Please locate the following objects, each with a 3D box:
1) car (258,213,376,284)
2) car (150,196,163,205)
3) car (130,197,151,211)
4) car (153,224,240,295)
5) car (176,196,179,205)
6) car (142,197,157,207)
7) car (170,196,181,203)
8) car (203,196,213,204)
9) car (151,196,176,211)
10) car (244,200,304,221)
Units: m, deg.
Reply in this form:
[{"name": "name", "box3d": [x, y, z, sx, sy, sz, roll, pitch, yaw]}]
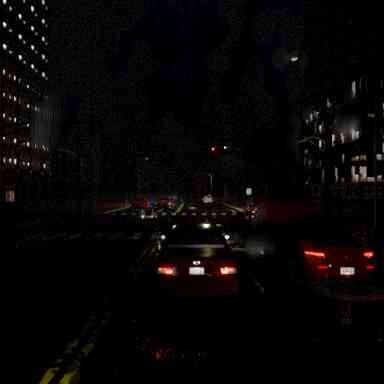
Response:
[{"name": "car", "box3d": [3.338, 1.537, 9.454, 1.812, 1.442, 4.674, 0, 0, 0]}, {"name": "car", "box3d": [-6.660, 1.526, 62.531, 1.837, 1.490, 4.892, 0, 0, 0]}, {"name": "car", "box3d": [-6.648, 1.508, 42.245, 1.882, 1.535, 5.008, 0, 0, 0]}, {"name": "car", "box3d": [0.089, 1.558, 8.871, 2.033, 1.411, 5.357, 0, 0, 0]}, {"name": "car", "box3d": [-3.403, 1.533, 49.515, 1.837, 1.490, 4.892, 0, 0, 0]}, {"name": "car", "box3d": [-6.659, 1.553, 52.166, 1.812, 1.442, 4.674, 0, 0, 0]}, {"name": "car", "box3d": [-3.418, 1.581, 69.168, 1.994, 1.385, 4.181, 0, 0, -1]}, {"name": "car", "box3d": [3.227, 1.544, 66.328, 1.812, 1.442, 4.674, 0, 0, -1]}, {"name": "car", "box3d": [-3.394, 1.383, 40.623, 2.097, 1.767, 4.553, 0, 0, 0]}, {"name": "car", "box3d": [6.456, 1.409, 26.153, 4.553, 1.767, 2.097, 0, 1, -10]}]
